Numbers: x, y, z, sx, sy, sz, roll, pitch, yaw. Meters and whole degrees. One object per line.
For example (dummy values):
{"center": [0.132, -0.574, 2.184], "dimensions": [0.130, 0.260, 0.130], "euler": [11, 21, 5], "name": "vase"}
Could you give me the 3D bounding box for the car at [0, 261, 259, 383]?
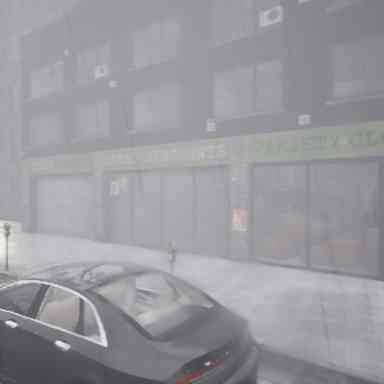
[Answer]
{"center": [-1.385, 1.545, 4.067], "dimensions": [4.403, 1.369, 2.008], "euler": [0, 0, 35], "name": "car"}
